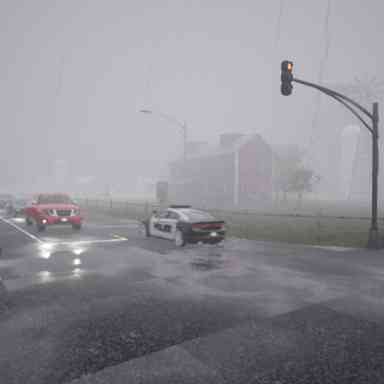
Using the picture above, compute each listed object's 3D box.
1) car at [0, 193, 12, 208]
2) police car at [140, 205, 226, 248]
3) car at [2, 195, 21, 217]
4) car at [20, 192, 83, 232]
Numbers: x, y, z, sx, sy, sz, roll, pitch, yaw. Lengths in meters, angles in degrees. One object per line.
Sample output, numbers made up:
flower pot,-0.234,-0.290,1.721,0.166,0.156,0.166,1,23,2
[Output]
car,-20.980,0.976,37.381,2.097,1.767,4.553,2,0,-34
police car,-0.647,1.419,15.019,1.930,1.638,5.238,2,-1,-35
car,-14.179,1.279,27.799,2.033,1.411,5.357,2,-1,-36
car,-8.159,1.050,19.365,2.150,2.045,5.566,2,-1,-35
